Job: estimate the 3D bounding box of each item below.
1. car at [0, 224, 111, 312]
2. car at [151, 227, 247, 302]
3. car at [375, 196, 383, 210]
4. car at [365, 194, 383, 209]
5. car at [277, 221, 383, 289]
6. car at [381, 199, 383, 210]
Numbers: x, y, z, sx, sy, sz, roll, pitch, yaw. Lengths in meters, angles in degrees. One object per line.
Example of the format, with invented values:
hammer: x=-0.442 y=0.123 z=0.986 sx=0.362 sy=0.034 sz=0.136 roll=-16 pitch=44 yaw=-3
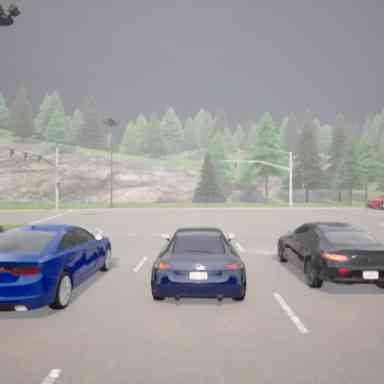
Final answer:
car: x=-3.341 y=1.481 z=7.868 sx=1.882 sy=1.535 sz=5.008 roll=0 pitch=0 yaw=1
car: x=0.172 y=1.568 z=8.362 sx=1.994 sy=1.385 sz=4.181 roll=0 pitch=0 yaw=1
car: x=25.012 y=1.524 z=39.451 sx=4.892 sy=1.490 sz=1.837 roll=0 pitch=0 yaw=1
car: x=25.486 y=1.243 z=42.949 sx=5.566 sy=2.045 sz=2.150 roll=0 pitch=0 yaw=1
car: x=3.690 y=1.530 z=9.095 sx=1.812 sy=1.442 sz=4.674 roll=0 pitch=0 yaw=1
car: x=21.981 y=1.564 z=32.453 sx=5.357 sy=1.411 sz=2.033 roll=0 pitch=0 yaw=-1
